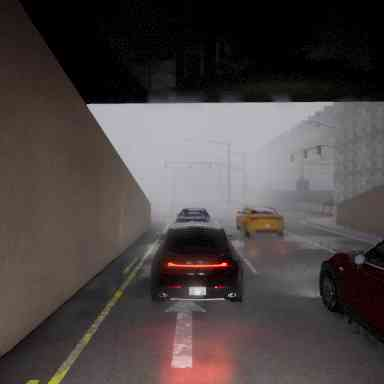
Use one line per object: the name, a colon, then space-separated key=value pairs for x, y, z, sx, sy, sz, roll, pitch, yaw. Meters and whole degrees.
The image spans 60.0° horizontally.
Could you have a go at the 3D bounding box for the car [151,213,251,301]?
car: x=0.106 y=1.505 z=8.304 sx=1.837 sy=1.490 sz=4.892 roll=0 pitch=0 yaw=0

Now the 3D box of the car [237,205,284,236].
car: x=3.633 y=1.478 z=18.412 sx=1.882 sy=1.535 sz=5.008 roll=0 pitch=0 yaw=0

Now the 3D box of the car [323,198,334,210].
car: x=17.616 y=1.453 z=40.596 sx=4.974 sy=1.542 sz=2.038 roll=0 pitch=0 yaw=-45

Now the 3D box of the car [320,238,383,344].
car: x=3.570 y=1.351 z=4.785 sx=2.097 sy=1.767 sz=4.553 roll=0 pitch=0 yaw=1

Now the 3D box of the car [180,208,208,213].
car: x=0.102 y=1.547 z=18.050 sx=2.033 sy=1.411 sz=5.357 roll=0 pitch=0 yaw=3

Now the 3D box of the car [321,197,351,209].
car: x=17.653 y=1.295 z=40.633 sx=4.536 sy=1.218 sz=1.853 roll=0 pitch=0 yaw=-45
